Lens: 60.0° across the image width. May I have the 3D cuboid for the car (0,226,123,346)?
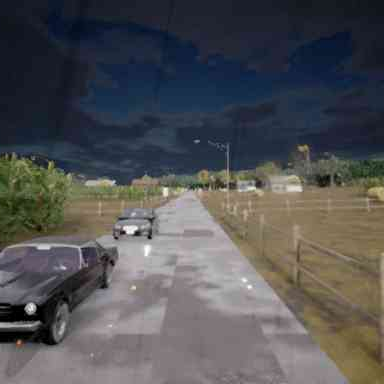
[{"bbox_3d":[-2.849,1.625,6.522,1.895,1.301,4.718,0,0,0],"label":"car"}]

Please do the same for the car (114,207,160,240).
[{"bbox_3d":[-2.763,1.541,17.308,2.128,1.511,4.902,0,0,0],"label":"car"}]
